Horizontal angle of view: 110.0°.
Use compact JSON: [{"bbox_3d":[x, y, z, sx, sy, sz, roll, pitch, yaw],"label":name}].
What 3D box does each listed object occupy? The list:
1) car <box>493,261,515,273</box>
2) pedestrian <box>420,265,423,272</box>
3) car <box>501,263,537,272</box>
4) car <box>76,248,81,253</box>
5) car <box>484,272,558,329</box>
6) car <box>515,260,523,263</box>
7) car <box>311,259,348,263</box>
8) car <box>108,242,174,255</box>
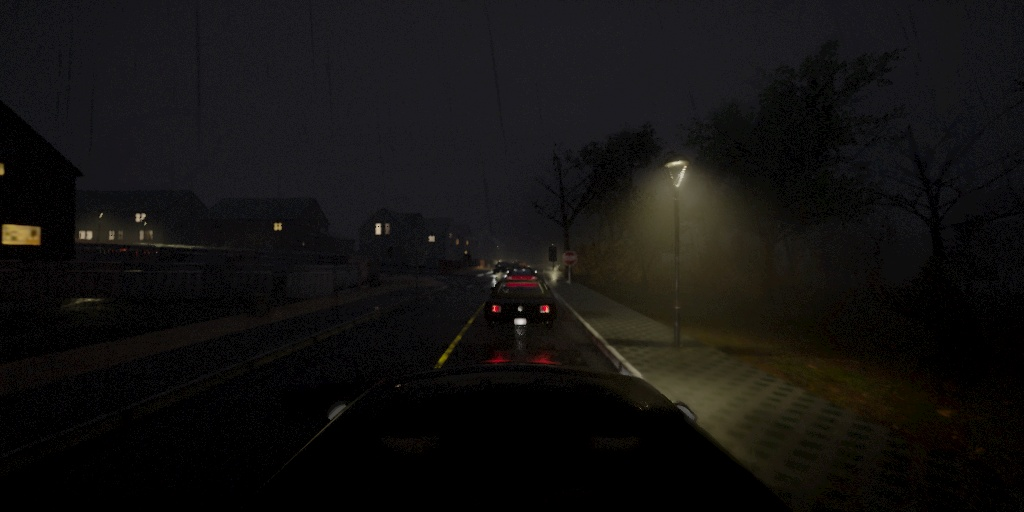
[{"bbox_3d":[-1.058,1.380,42.061,1.812,1.442,4.674,0,0,5],"label":"car"},{"bbox_3d":[-8.722,0.587,34.651,0.375,1.860,0.375,0,-3,2],"label":"pedestrian"},{"bbox_3d":[0.600,1.350,21.671,1.994,1.385,4.181,0,0,2],"label":"car"},{"bbox_3d":[-42.613,-0.706,32.870,5.008,1.535,1.882,3,0,2],"label":"car"},{"bbox_3d":[0.258,1.362,11.230,1.895,1.301,4.718,0,0,1],"label":"car"},{"bbox_3d":[0.156,1.499,54.587,1.994,1.385,4.181,0,-1,6],"label":"car"},{"bbox_3d":[-14.119,0.673,28.972,4.674,1.442,1.812,3,0,2],"label":"car"},{"bbox_3d":[-30.343,-0.270,29.550,4.553,1.767,2.097,3,0,2],"label":"car"}]
